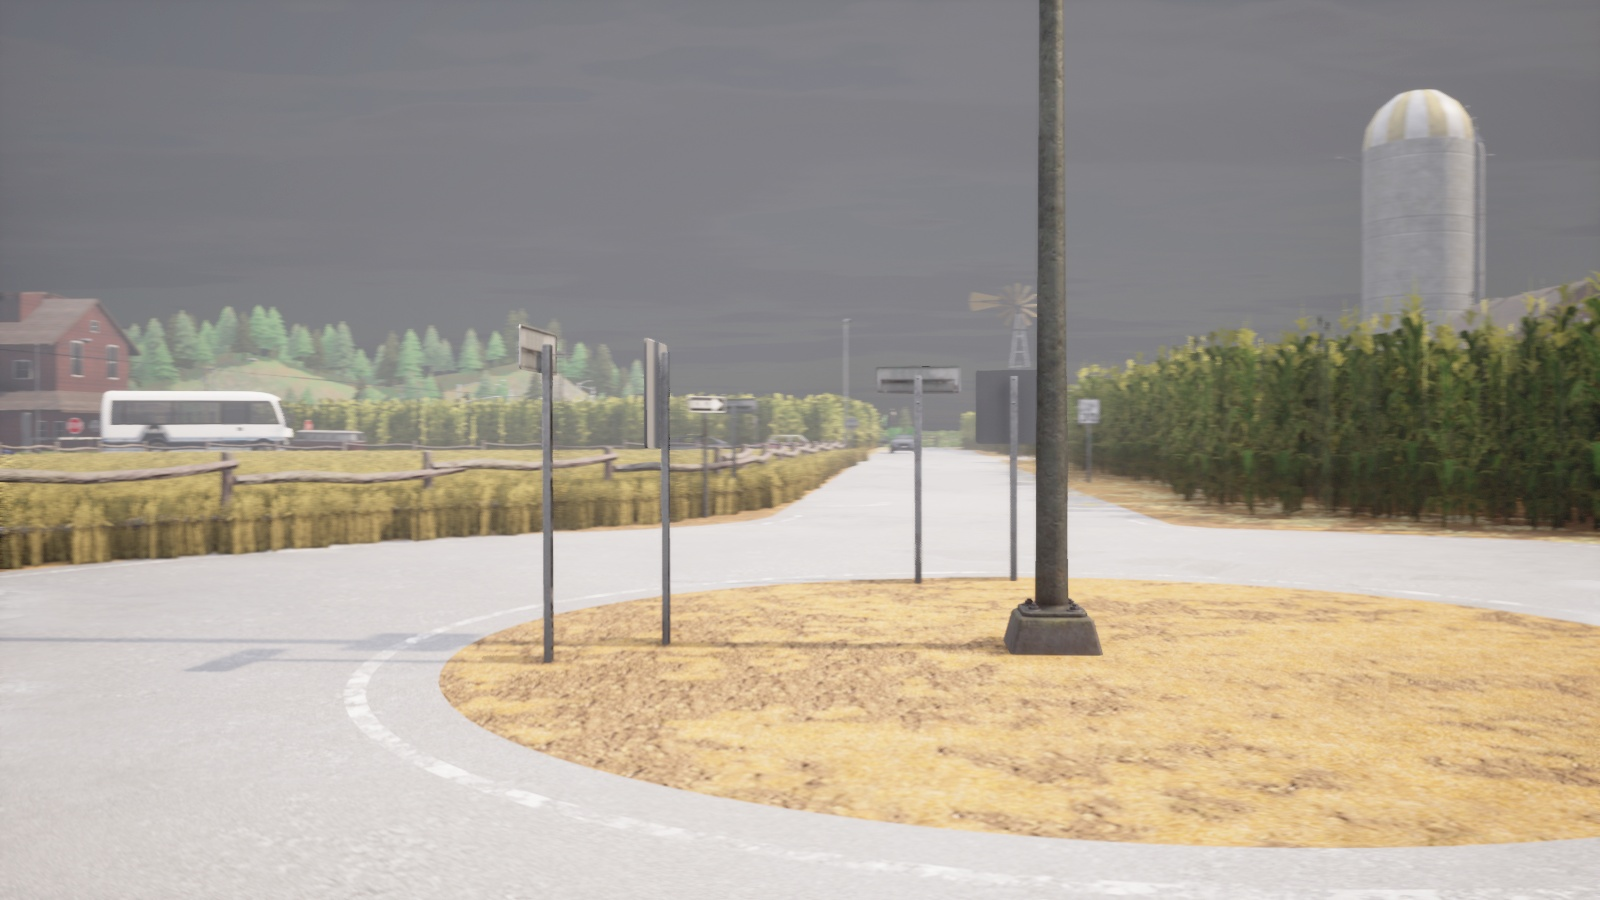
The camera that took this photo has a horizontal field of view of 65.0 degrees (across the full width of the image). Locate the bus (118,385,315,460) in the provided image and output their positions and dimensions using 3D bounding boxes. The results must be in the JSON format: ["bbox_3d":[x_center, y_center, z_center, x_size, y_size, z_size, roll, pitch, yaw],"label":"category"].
[{"bbox_3d":[-34.482,-1.606,74.850,10.273,4.253,3.944,0,1,-19],"label":"bus"}]

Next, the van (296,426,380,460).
[{"bbox_3d":[-28.229,-0.441,76.801,4.442,1.987,1.775,1,1,6],"label":"van"}]

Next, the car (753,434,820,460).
[{"bbox_3d":[-0.775,-0.192,74.209,3.806,1.475,1.970,0,1,5],"label":"car"}]

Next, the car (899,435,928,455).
[{"bbox_3d":[8.077,-0.388,89.461,1.994,1.385,4.181,0,1,6],"label":"car"}]

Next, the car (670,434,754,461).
[{"bbox_3d":[-4.988,-0.164,71.493,4.514,1.525,2.007,0,1,5],"label":"car"}]
